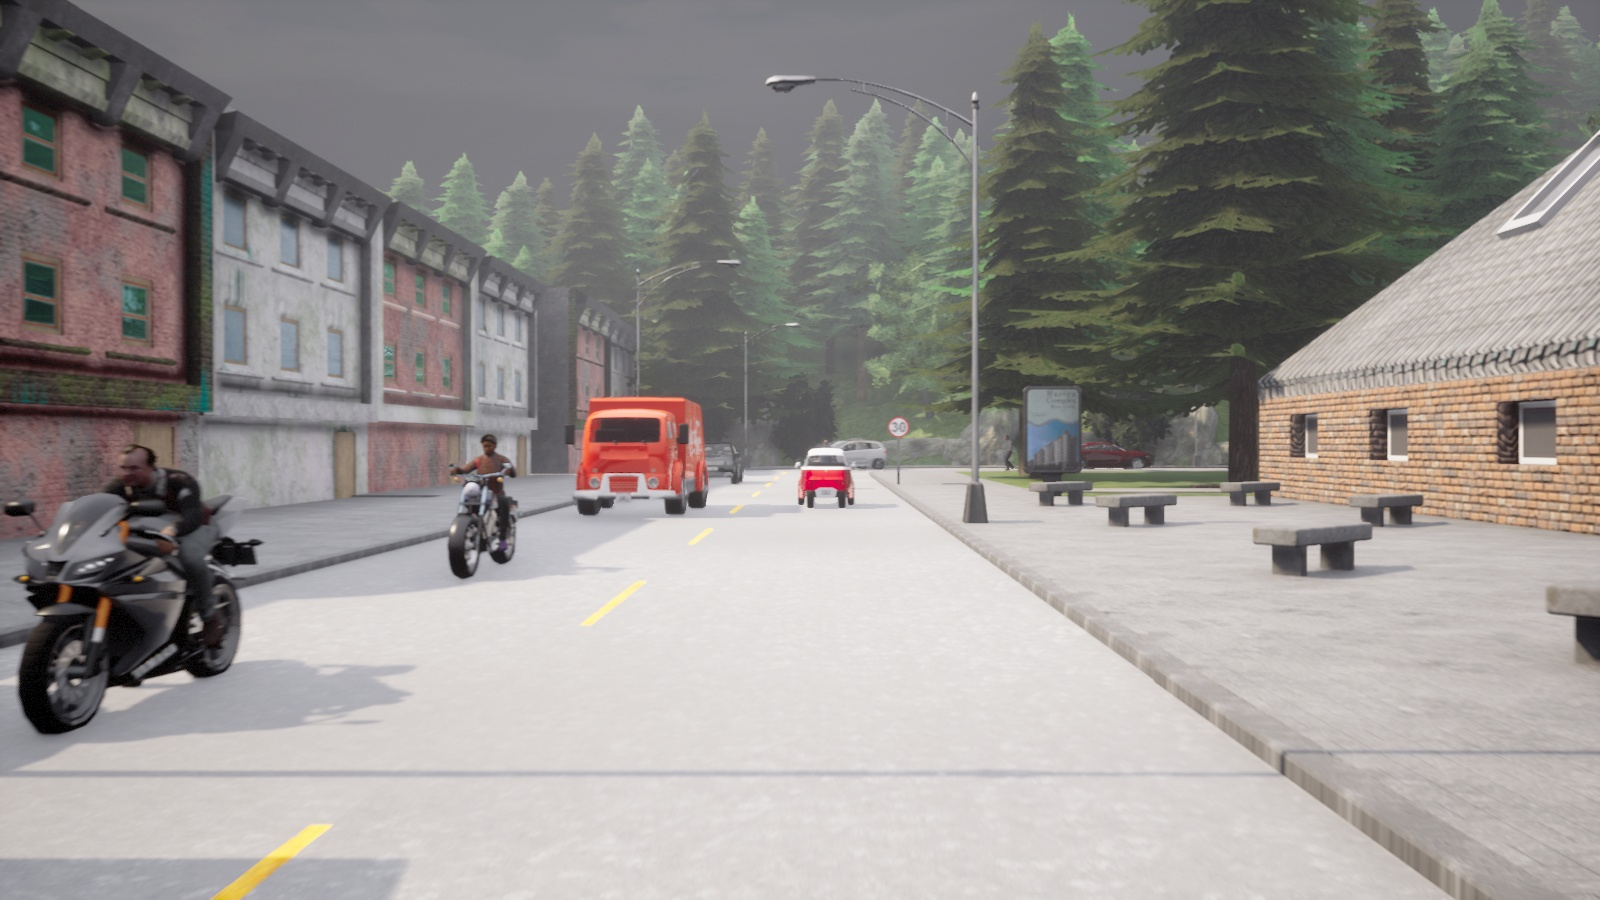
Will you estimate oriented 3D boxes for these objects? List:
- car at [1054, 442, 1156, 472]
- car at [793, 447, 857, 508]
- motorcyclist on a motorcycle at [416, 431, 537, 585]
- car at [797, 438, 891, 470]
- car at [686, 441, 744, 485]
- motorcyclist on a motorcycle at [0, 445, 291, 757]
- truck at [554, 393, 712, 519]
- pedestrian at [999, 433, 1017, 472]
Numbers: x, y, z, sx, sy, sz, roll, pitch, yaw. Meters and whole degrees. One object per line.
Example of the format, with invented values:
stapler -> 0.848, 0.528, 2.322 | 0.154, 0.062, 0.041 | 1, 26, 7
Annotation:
car -> 16.243, 0.361, 67.047 | 5.008, 1.535, 1.882 | 0, 0, 1
car -> 0.595, 0.634, 29.819 | 1.481, 1.376, 2.207 | 0, 1, 1
motorcyclist on a motorcycle -> -3.707, 0.611, 14.616 | 0.766, 1.649, 2.350 | 0, 0, 1
car -> 2.408, 0.207, 68.919 | 4.611, 1.667, 2.242 | 0, 0, -27
car -> -3.080, 0.462, 46.163 | 1.789, 1.549, 3.705 | 0, 0, 1
motorcyclist on a motorcycle -> -3.837, 0.737, 7.265 | 0.866, 1.530, 2.191 | 0, 0, 1
truck -> -3.458, 0.103, 27.198 | 2.627, 2.467, 5.204 | 0, 0, 1
pedestrian -> 10.244, 0.117, 61.899 | 0.788, 1.949, 0.423 | 0, 0, -3
